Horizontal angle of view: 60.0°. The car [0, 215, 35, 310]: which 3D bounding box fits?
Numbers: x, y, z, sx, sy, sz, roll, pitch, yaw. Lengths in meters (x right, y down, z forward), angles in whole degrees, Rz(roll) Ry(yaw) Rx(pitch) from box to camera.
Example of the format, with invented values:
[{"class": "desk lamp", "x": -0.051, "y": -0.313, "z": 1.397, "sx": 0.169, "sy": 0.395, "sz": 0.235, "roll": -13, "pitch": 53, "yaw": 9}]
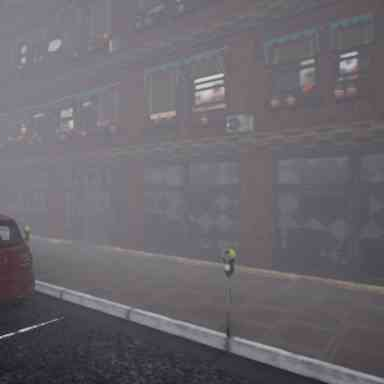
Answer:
[{"class": "car", "x": -5.083, "y": 1.314, "z": 6.498, "sx": 5.009, "sy": 1.841, "sz": 2.192, "roll": 0, "pitch": 0, "yaw": 35}]
